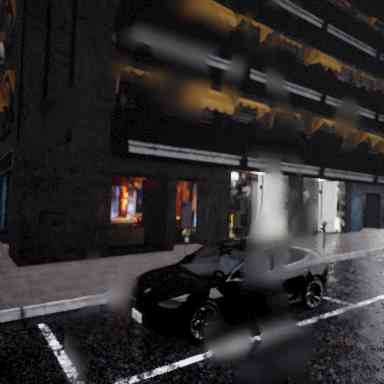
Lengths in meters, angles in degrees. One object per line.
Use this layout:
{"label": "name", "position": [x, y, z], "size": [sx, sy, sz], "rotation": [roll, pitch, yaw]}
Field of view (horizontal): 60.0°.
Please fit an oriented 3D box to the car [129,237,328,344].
{"label": "car", "position": [0.920, 1.645, 6.588], "size": [4.313, 1.339, 1.947], "rotation": [1, 1, -34]}
